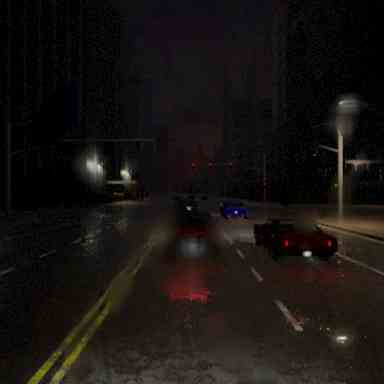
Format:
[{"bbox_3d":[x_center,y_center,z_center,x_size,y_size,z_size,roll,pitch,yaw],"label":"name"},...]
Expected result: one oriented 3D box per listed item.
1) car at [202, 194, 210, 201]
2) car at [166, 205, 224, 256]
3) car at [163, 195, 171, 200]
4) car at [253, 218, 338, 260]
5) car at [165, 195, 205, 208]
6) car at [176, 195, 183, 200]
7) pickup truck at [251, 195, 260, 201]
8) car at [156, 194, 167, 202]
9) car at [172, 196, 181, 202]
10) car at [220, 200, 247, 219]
[{"bbox_3d":[3.551,1.515,87.000,1.994,1.385,4.181,0,0,0],"label":"car"},{"bbox_3d":[0.055,1.502,13.027,1.837,1.490,4.892,0,0,0],"label":"car"},{"bbox_3d":[-6.947,1.458,91.143,1.837,1.490,4.892,0,0,0],"label":"car"},{"bbox_3d":[3.549,1.597,12.390,1.895,1.301,4.718,0,0,1],"label":"car"},{"bbox_3d":[-0.688,1.343,27.838,2.097,1.767,4.553,0,0,-12],"label":"car"},{"bbox_3d":[-3.447,1.553,91.111,1.895,1.301,4.718,0,0,0],"label":"car"},{"bbox_3d":[16.670,1.035,82.426,2.390,2.098,6.274,0,0,31],"label":"pickup truck"},{"bbox_3d":[-6.956,1.333,75.531,2.097,1.767,4.553,0,0,0],"label":"car"},{"bbox_3d":[-3.456,1.530,75.495,1.994,1.385,4.181,0,0,0],"label":"car"},{"bbox_3d":[3.572,1.469,29.190,1.882,1.535,5.008,0,0,1],"label":"car"}]
